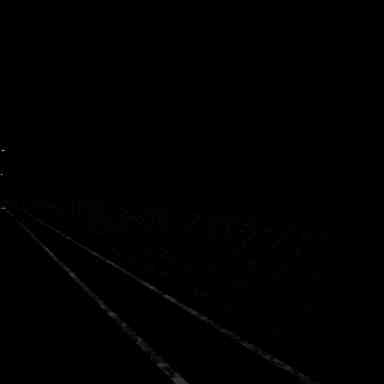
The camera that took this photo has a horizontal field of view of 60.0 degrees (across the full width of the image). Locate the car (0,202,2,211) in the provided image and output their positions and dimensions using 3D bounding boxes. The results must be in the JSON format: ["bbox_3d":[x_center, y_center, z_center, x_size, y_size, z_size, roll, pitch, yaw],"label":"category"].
[{"bbox_3d":[-20.100,1.188,33.010,1.994,1.385,4.181,-1,1,-33],"label":"car"}]
